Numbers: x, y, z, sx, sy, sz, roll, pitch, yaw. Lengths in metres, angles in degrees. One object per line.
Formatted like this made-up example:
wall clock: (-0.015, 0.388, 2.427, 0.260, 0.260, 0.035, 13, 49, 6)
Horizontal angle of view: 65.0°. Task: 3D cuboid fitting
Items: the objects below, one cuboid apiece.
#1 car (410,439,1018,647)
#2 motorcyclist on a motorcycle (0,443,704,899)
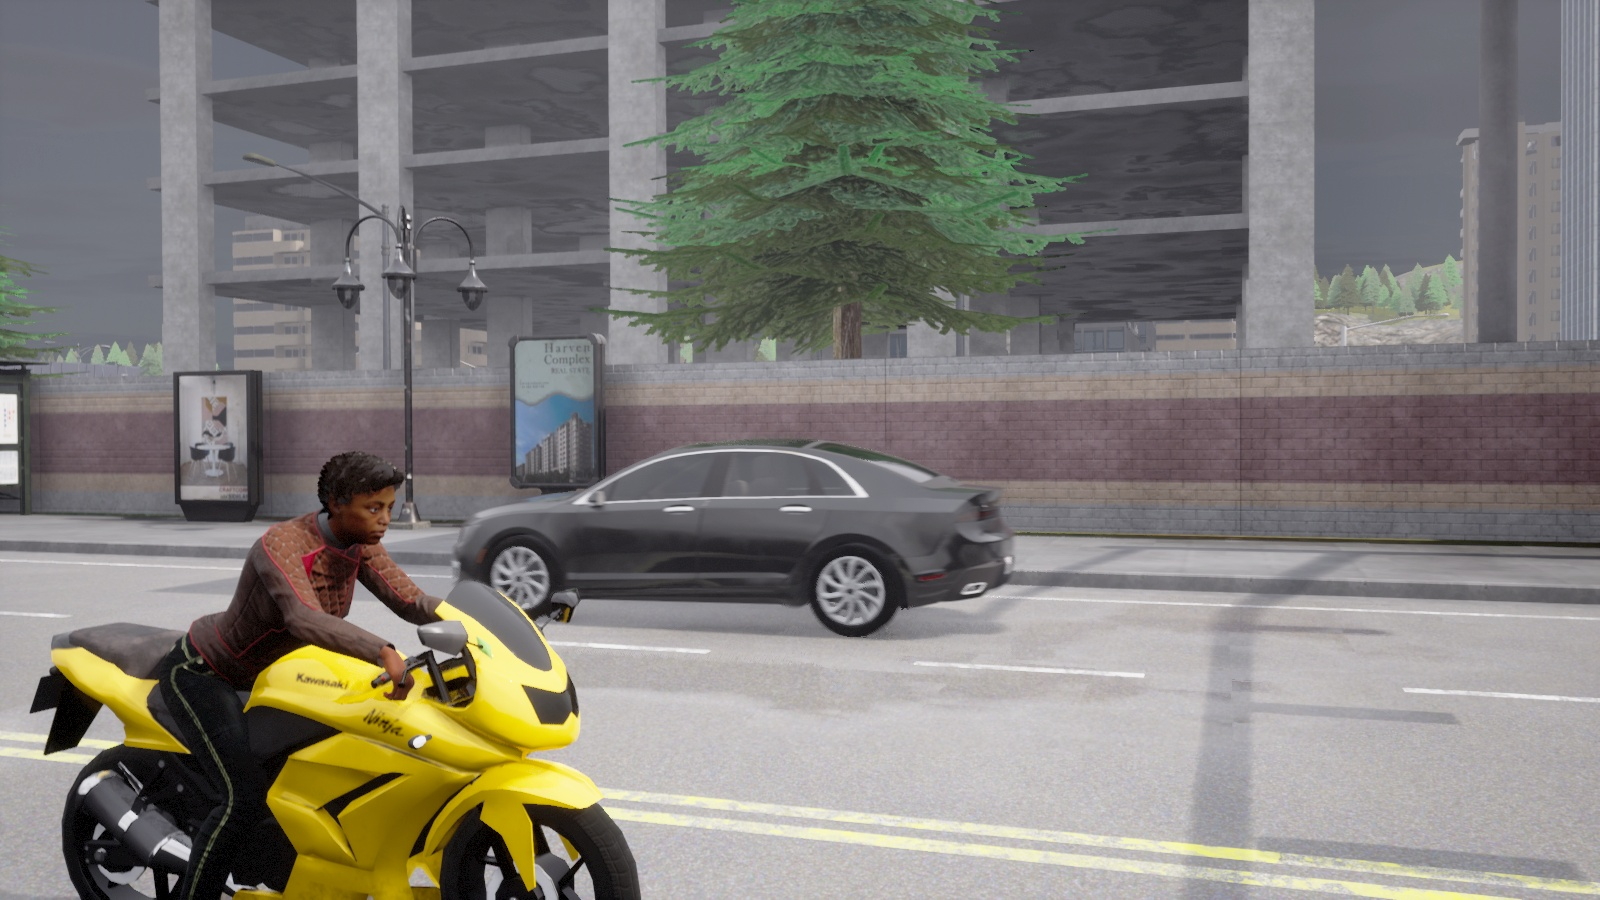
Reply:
car: (-0.722, 0.663, 10.812, 4.892, 1.490, 1.837, 0, 1, 19)
motorcyclist on a motorcycle: (-1.381, 0.750, 3.657, 2.044, 1.523, 0.797, 0, 1, 19)
